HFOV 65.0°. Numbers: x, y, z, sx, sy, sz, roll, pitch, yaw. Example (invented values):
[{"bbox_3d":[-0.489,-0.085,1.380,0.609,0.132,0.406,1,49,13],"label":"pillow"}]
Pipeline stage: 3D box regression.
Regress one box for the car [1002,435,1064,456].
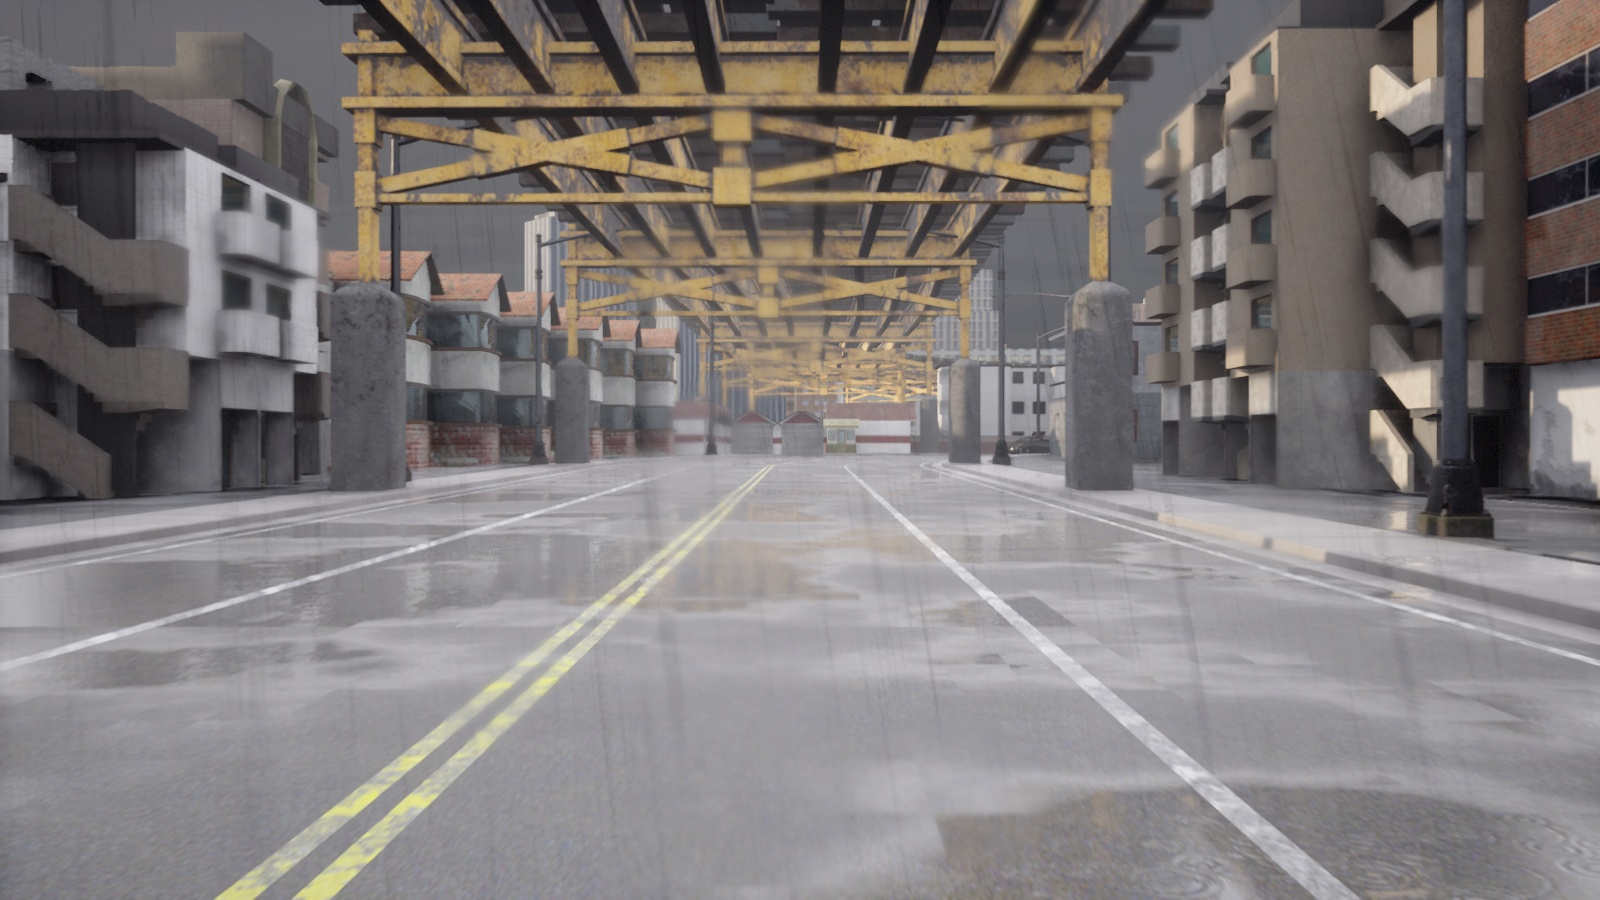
[{"bbox_3d":[17.723,-0.308,95.477,4.514,1.525,2.007,1,0,-33],"label":"car"}]
